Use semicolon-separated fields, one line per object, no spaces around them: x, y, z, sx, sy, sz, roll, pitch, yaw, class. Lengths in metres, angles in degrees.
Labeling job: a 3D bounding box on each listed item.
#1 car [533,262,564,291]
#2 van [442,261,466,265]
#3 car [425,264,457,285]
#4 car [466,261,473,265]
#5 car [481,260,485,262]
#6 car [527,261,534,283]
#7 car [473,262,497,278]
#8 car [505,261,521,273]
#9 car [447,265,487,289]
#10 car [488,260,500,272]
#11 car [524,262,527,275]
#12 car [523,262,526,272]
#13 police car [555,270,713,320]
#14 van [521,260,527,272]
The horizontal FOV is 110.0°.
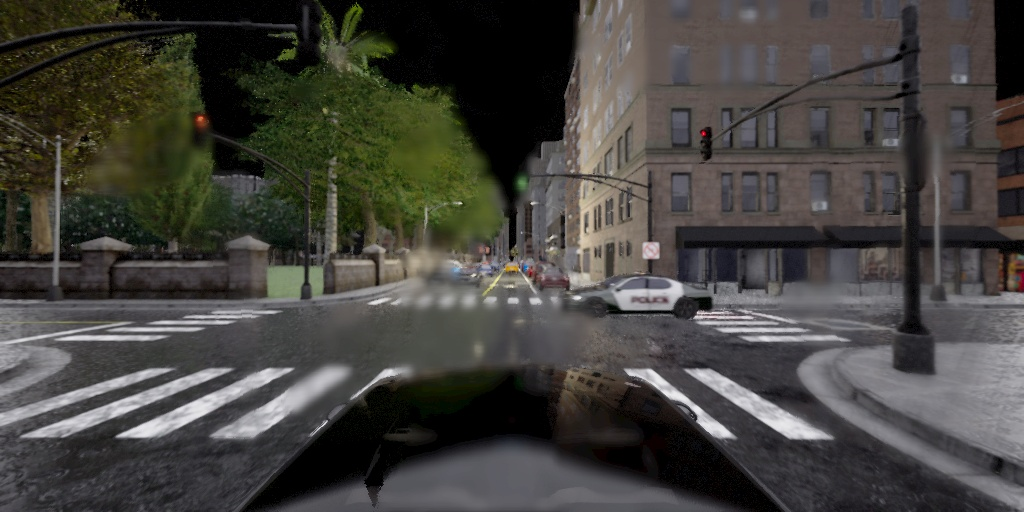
2.662;1.432;23.931;1.967;1.591;4.097;0;0;0;car
-5.866;1.450;34.761;1.690;1.789;3.998;0;0;0;van
-5.865;1.616;29.354;1.948;1.339;4.313;0;0;0;car
-5.868;1.608;40.168;1.967;1.591;4.097;0;0;0;car
-5.872;1.785;56.389;1.967;1.591;4.097;0;0;0;car
2.660;1.366;29.339;2.192;1.841;5.009;0;0;0;car
-3.100;1.708;41.442;1.812;1.442;4.674;0;-1;0;car
-0.014;1.803;54.532;1.882;1.535;5.008;0;-1;0;car
-3.101;1.572;25.586;1.994;1.385;4.181;0;0;0;car
-3.015;1.902;59.535;1.882;1.535;5.008;0;-1;0;car
2.658;1.714;40.155;1.888;1.381;4.507;0;0;0;car
2.656;1.810;45.563;1.802;1.307;4.207;0;0;0;car
4.250;1.383;12.791;4.974;1.542;2.038;0;-1;0;police car
2.654;1.686;56.379;1.690;1.789;3.998;0;0;0;van
